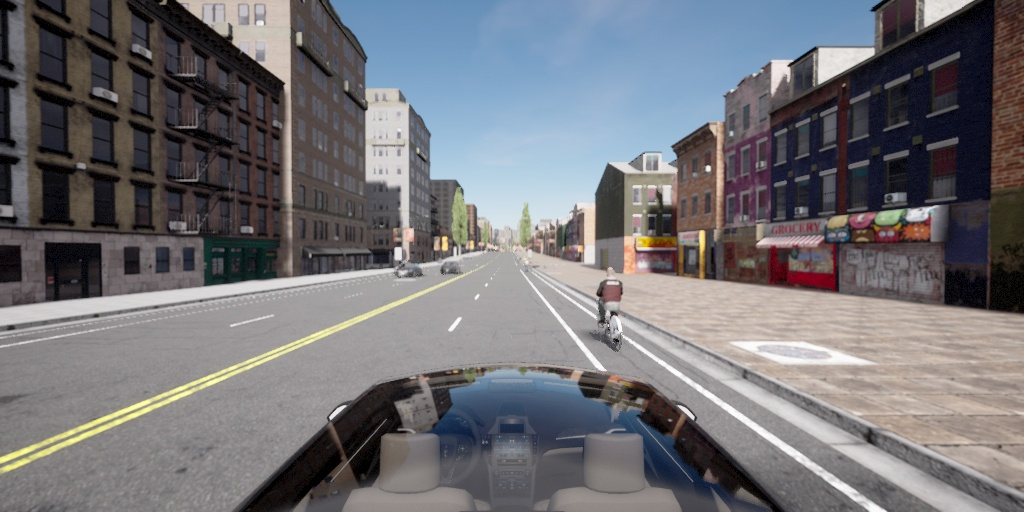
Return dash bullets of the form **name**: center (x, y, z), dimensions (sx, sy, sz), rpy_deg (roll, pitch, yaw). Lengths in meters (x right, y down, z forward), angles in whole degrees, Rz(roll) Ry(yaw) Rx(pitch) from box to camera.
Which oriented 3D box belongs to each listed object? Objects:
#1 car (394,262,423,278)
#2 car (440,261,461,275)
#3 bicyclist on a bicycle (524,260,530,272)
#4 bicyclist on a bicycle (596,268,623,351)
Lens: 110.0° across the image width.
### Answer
- **car**: center (-10.117, 1.350, 35.437), dimensions (1.812, 1.442, 4.674), rpy_deg (0, 0, 0)
- **car**: center (-6.897, 1.324, 40.493), dimensions (1.837, 1.490, 4.892), rpy_deg (0, 0, 0)
- **bicyclist on a bicycle**: center (1.897, 1.240, 45.943), dimensions (0.866, 1.612, 1.509), rpy_deg (0, 0, 0)
- **bicyclist on a bicycle**: center (2.200, 1.151, 8.202), dimensions (0.659, 1.776, 1.843), rpy_deg (0, 0, 0)
